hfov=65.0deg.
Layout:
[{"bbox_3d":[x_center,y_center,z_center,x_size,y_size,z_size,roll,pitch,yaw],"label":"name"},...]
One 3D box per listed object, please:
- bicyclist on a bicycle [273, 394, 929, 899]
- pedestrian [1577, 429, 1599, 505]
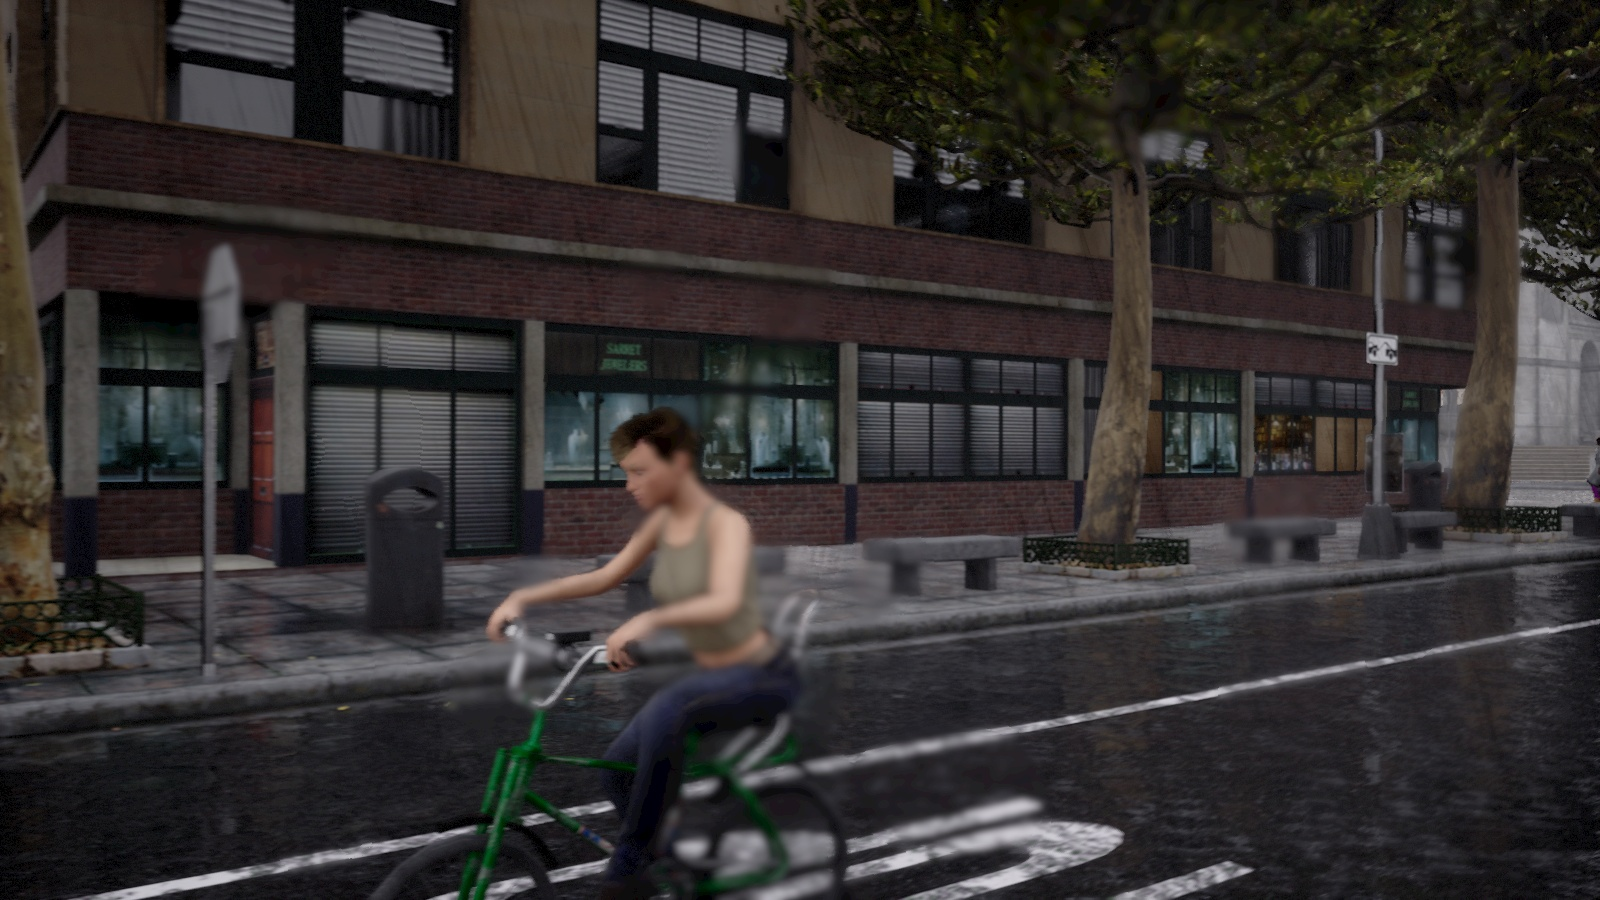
[{"bbox_3d":[-0.512,0.692,3.367,1.509,1.612,0.866,0,0,-35],"label":"bicyclist on a bicycle"},{"bbox_3d":[20.767,0.441,32.531,0.659,1.952,0.873,0,0,-31],"label":"pedestrian"}]
